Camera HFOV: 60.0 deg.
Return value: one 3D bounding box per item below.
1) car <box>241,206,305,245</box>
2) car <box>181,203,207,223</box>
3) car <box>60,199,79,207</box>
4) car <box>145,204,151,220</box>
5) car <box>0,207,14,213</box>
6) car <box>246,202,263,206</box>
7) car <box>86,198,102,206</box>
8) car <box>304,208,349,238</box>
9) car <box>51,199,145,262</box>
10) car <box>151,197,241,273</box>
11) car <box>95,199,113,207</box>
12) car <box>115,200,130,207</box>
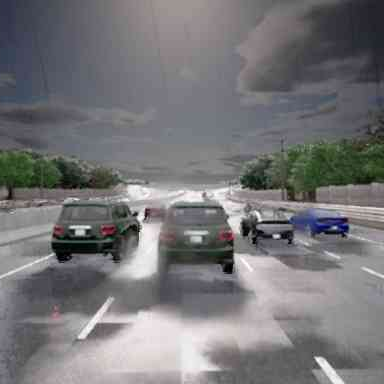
[{"bbox_3d":[3.534,1.645,16.280,2.128,1.511,4.902,0,-1,0],"label":"car"},{"bbox_3d":[0.204,1.774,29.570,2.128,1.511,4.902,0,-1,0],"label":"car"},{"bbox_3d":[-24.039,2.127,65.440,1.812,1.442,4.674,0,-1,1],"label":"car"},{"bbox_3d":[-3.286,1.775,31.160,1.882,1.535,5.008,0,-1,0],"label":"car"},{"bbox_3d":[-14.027,1.787,23.587,1.994,1.385,4.181,0,-1,0],"label":"car"},{"bbox_3d":[7.275,1.920,38.939,2.033,1.411,5.357,0,-1,0],"label":"car"},{"bbox_3d":[-20.477,2.124,69.835,1.882,1.535,5.008,0,-1,1],"label":"car"},{"bbox_3d":[7.137,1.659,19.061,1.882,1.535,5.008,0,-1,0],"label":"car"},{"bbox_3d":[-3.376,1.339,12.741,2.150,2.045,5.566,0,-1,0],"label":"car"},{"bbox_3d":[0.119,1.325,11.198,2.150,2.045,5.566,0,-1,0],"label":"car"},{"bbox_3d":[-17.047,2.143,64.941,2.033,1.411,5.357,0,-1,1],"label":"car"},{"bbox_3d":[-13.551,2.199,64.875,1.895,1.301,4.718,0,-1,1],"label":"car"}]
